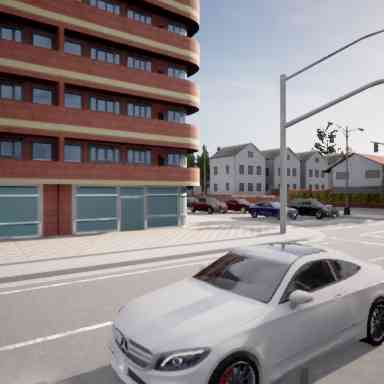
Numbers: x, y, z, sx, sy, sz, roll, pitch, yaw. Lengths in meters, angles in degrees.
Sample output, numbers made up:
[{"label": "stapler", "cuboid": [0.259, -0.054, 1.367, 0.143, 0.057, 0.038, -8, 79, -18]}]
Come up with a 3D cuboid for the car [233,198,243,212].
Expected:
[{"label": "car", "cuboid": [5.169, 1.478, 36.632, 1.882, 1.535, 5.008, 0, 0, -35]}]

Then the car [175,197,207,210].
[{"label": "car", "cuboid": [-0.212, 1.505, 44.422, 1.837, 1.490, 4.892, 0, 0, -35]}]

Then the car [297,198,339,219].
[{"label": "car", "cuboid": [10.419, 1.352, 29.056, 2.097, 1.767, 4.553, 0, 0, -35]}]

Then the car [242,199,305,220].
[{"label": "car", "cuboid": [6.784, 1.526, 28.163, 1.812, 1.442, 4.674, 0, 0, -35]}]

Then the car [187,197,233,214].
[{"label": "car", "cuboid": [1.790, 1.352, 35.361, 2.097, 1.767, 4.553, 0, 0, -34]}]

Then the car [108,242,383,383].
[{"label": "car", "cuboid": [1.160, 1.526, 4.823, 4.674, 1.442, 1.812, 0, 0, -36]}]
